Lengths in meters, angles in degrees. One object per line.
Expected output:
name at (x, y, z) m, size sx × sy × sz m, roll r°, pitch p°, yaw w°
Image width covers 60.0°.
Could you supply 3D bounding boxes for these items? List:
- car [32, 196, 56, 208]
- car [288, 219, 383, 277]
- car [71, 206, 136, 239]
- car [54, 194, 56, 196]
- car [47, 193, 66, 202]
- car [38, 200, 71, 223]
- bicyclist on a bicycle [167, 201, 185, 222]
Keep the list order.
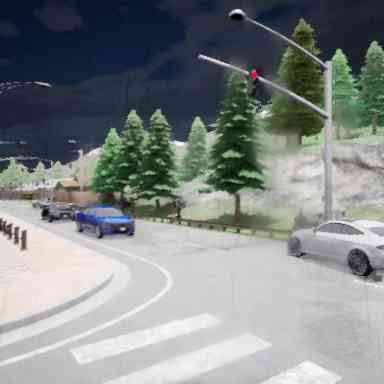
car at (-20.452, 1.637, 45.935) m, size 1.895 × 1.301 × 4.718 m, roll 0°, pitch 0°, yaw -43°
car at (4.942, 1.566, 10.443) m, size 1.812 × 1.442 × 4.674 m, roll 1°, pitch -1°, yaw -18°
car at (-4.757, 1.510, 18.022) m, size 1.882 × 1.535 × 5.008 m, roll 0°, pitch 0°, yaw -35°
car at (-29.454, 1.212, 74.821) m, size 4.605 × 1.855 × 1.932 m, roll 0°, pitch 0°, yaw -36°
car at (-31.236, 1.213, 76.637) m, size 3.866 × 1.878 × 1.905 m, roll 0°, pitch 0°, yaw -36°
car at (-10.478, 1.597, 26.194) m, size 1.994 × 1.385 × 4.181 m, roll 0°, pitch 0°, yaw -35°
bicyclist on a bicycle at (-1.204, 1.505, 25.308) m, size 1.656 × 1.620 × 0.582 m, roll 0°, pitch 0°, yaw -35°
